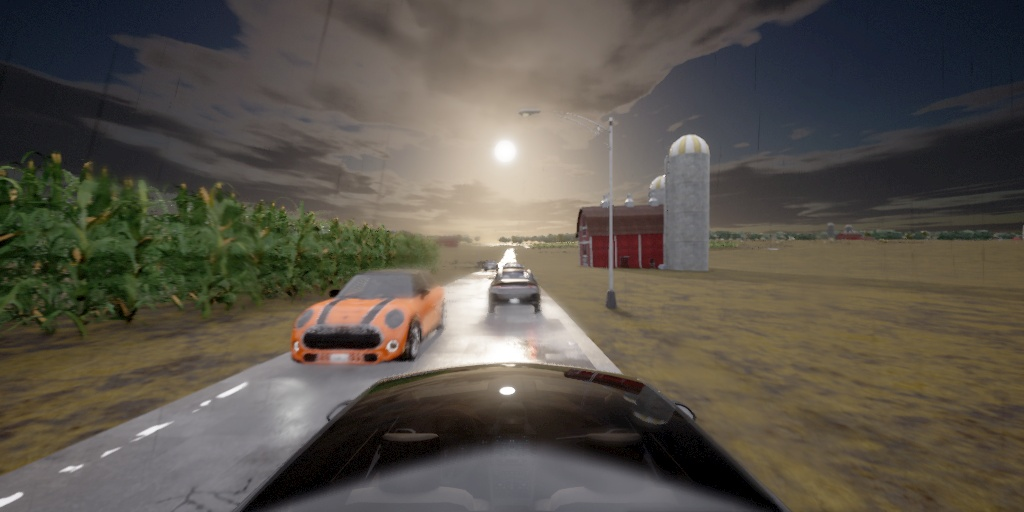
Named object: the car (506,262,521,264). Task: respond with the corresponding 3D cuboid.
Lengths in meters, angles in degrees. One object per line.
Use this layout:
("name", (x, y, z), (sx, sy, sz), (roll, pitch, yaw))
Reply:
("car", (0.100, 1.278, 32.005), (1.882, 1.535, 5.008), (0, 0, 0))

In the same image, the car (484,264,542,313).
("car", (0.094, 1.243, 13.999), (2.128, 1.511, 4.902), (0, 0, 0))

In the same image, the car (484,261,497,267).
("car", (-2.844, 1.397, 49.548), (2.128, 1.511, 4.902), (0, 0, 0))

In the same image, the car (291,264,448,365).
("car", (-2.851, 1.100, 8.185), (2.097, 1.767, 4.553), (0, 0, 0))
